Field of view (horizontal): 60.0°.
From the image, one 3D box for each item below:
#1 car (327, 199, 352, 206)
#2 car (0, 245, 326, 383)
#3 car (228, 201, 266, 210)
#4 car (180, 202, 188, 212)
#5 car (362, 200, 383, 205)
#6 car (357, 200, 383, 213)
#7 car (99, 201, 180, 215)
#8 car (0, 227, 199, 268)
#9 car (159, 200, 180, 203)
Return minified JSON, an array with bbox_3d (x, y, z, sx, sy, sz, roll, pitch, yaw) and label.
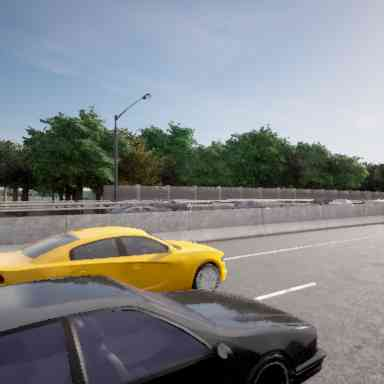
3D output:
[{"bbox_3d":[22.194,1.834,49.792,4.674,1.442,1.812,1,-1,-35],"label":"car"},{"bbox_3d":[-1.106,1.547,2.957,5.357,1.411,2.033,0,0,-35],"label":"car"},{"bbox_3d":[5.661,1.613,33.786,4.181,1.385,1.994,0,0,-35],"label":"car"},{"bbox_3d":[-2.671,1.503,32.154,4.902,1.511,2.128,0,0,-35],"label":"car"},{"bbox_3d":[19.402,1.634,34.969,5.008,1.535,1.882,1,-1,-35],"label":"car"},{"bbox_3d":[22.759,1.768,41.636,4.674,1.442,1.812,1,-1,-35],"label":"car"},{"bbox_3d":[-3.440,1.490,18.721,4.902,1.511,2.128,0,0,-35],"label":"car"},{"bbox_3d":[-1.519,1.478,6.957,5.008,1.535,1.882,0,0,-35],"label":"car"},{"bbox_3d":[-3.559,1.504,22.932,4.892,1.490,1.837,0,0,-35],"label":"car"}]
